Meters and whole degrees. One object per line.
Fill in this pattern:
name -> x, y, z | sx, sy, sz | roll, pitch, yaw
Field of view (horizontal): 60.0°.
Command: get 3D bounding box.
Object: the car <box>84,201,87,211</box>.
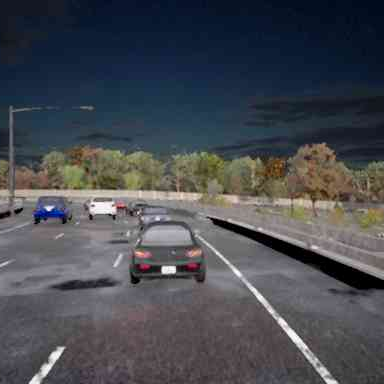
car -> -12.696, 1.607, 42.451 | 2.033, 1.411, 5.357 | 0, 0, -23

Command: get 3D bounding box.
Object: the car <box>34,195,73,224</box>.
car -> -10.494, 1.264, 25.422 | 2.150, 2.045, 5.566 | 0, 0, -14

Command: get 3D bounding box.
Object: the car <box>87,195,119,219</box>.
car -> -8.000, 1.264, 29.491 | 2.150, 2.045, 5.566 | 0, 0, -17

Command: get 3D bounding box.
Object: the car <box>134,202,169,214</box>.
car -> -2.386, 1.571, 20.921 | 2.033, 1.411, 5.357 | 0, 0, -11

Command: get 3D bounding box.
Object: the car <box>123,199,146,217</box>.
car -> -5.340, 1.543, 32.648 | 1.837, 1.490, 4.892 | 0, -1, -18

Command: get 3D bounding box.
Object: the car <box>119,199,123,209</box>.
car -> -9.510, 1.621, 43.804 | 1.994, 1.385, 4.181 | 0, 0, -23

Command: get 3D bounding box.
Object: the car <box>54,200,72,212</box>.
car -> -16.328, 1.665, 41.962 | 1.895, 1.301, 4.718 | 0, 0, -23

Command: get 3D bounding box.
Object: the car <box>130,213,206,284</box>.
car -> -0.714, 1.537, 9.504 | 1.812, 1.442, 4.674 | 0, 0, -5
